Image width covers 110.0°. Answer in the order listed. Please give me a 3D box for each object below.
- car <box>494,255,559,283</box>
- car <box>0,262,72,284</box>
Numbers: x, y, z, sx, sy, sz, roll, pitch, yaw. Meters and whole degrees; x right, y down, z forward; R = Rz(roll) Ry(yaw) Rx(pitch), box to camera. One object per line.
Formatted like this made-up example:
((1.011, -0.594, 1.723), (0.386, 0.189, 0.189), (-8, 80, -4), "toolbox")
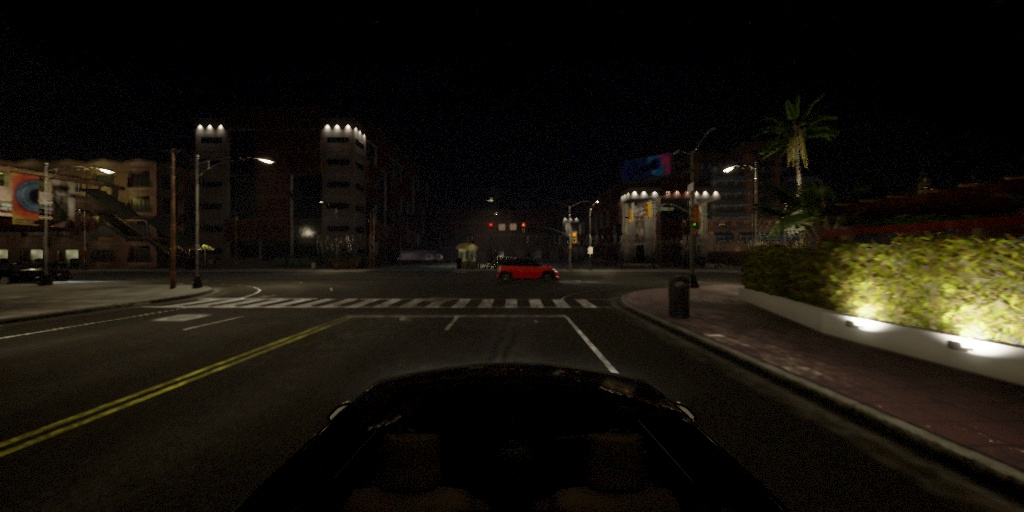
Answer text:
((1.168, 1.012, 26.373), (4.553, 1.767, 2.097), (0, 0, 1), "car")
((-35.655, 1.224, 26.622), (4.181, 1.385, 1.994), (0, 0, 1), "car")
